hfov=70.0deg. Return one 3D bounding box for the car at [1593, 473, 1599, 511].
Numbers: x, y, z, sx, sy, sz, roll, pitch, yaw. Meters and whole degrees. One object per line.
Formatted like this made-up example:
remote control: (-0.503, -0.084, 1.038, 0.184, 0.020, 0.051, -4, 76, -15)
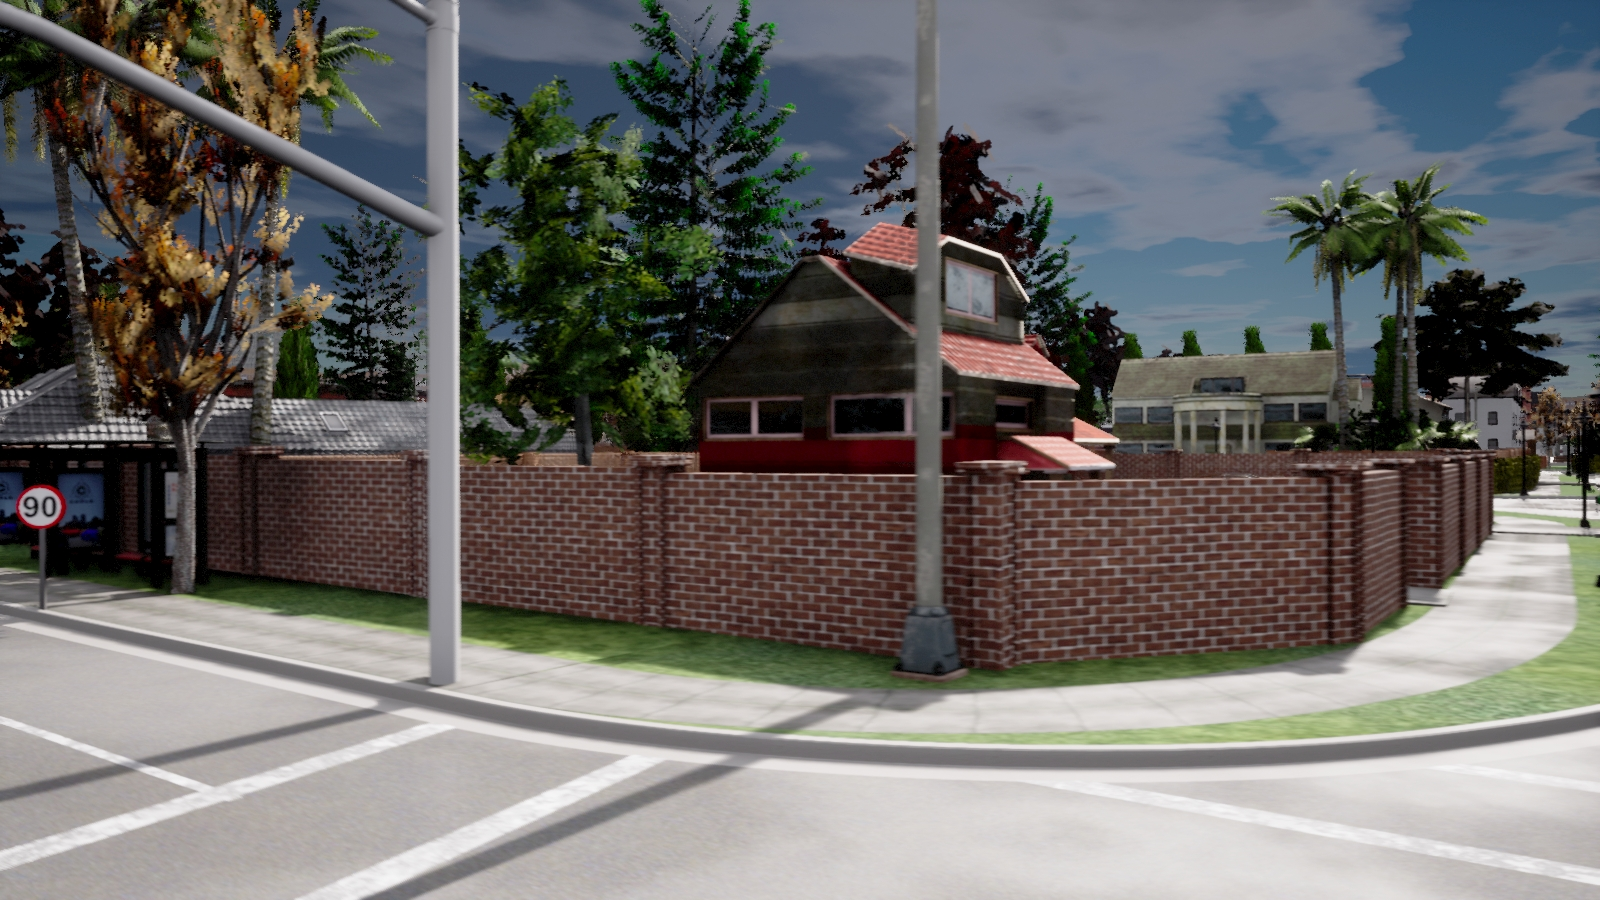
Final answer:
car: (36.483, 1.843, 48.717, 1.851, 1.617, 3.988, 0, 0, -35)
